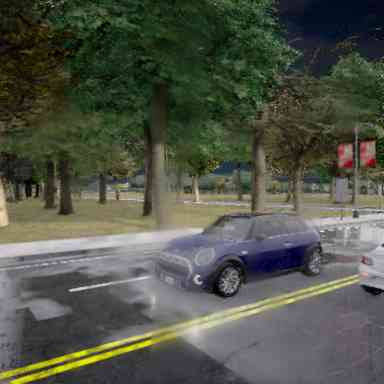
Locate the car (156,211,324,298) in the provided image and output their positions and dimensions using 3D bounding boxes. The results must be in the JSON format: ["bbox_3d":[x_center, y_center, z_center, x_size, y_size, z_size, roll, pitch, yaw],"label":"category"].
[{"bbox_3d":[1.338,1.342,8.622,4.553,1.767,2.097,0,0,-35],"label":"car"}]

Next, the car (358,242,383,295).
[{"bbox_3d":[5.499,1.511,7.357,4.674,1.442,1.812,0,0,-36],"label":"car"}]
